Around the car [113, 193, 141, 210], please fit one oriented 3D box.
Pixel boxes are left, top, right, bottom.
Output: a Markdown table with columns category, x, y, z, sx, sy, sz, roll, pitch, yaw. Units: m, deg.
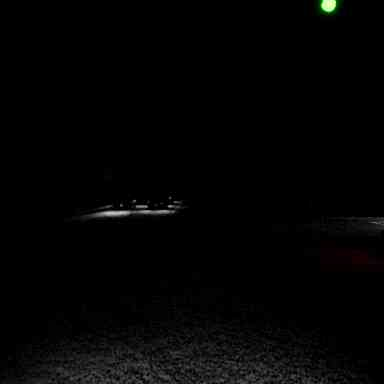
| category | x | y | z | sx | sy | sz | roll | pitch | yaw |
| --- | --- | --- | --- | --- | --- | --- | --- | --- | --- |
| car | -7.103 | 1.048 | 35.593 | 2.128 | 1.511 | 4.902 | 0 | 1 | -2 |

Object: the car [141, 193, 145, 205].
| category | x | y | z | sx | sy | sz | roll | pitch | yaw |
| --- | --- | --- | --- | --- | --- | --- | --- | --- | --- |
| car | -7.087 | 0.916 | 45.077 | 1.882 | 1.535 | 5.008 | 0 | 1 | 0 |

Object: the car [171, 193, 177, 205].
| category | x | y | z | sx | sy | sz | roll | pitch | yaw |
| --- | --- | --- | --- | --- | --- | --- | --- | --- | --- |
| car | -3.587 | 0.794 | 44.826 | 2.097 | 1.767 | 4.553 | 0 | 1 | 0 |

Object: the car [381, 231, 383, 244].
| category | x | y | z | sx | sy | sz | roll | pitch | yaw |
| --- | --- | --- | --- | --- | --- | --- | --- | --- | --- |
| car | 8.723 | 1.392 | 10.761 | 4.674 | 1.442 | 1.812 | 0 | 1 | 3 |

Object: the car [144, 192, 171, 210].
| category | x | y | z | sx | sy | sz | roll | pitch | yaw |
| --- | --- | --- | --- | --- | --- | --- | --- | --- | --- |
| car | -3.594 | 1.060 | 35.671 | 1.837 | 1.490 | 4.892 | 0 | 1 | 0 |

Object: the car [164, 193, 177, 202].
| category | x | y | z | sx | sy | sz | roll | pitch | yaw |
| --- | --- | --- | --- | --- | --- | --- | --- | --- | --- |
| car | -3.556 | 0.869 | 55.724 | 1.994 | 1.385 | 4.181 | 0 | 1 | 0 |

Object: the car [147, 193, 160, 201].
| category | x | y | z | sx | sy | sz | roll | pitch | yaw |
| --- | --- | --- | --- | --- | --- | --- | --- | --- | --- |
| car | -7.008 | 0.843 | 60.943 | 1.895 | 1.301 | 4.718 | 0 | 1 | 0 |
